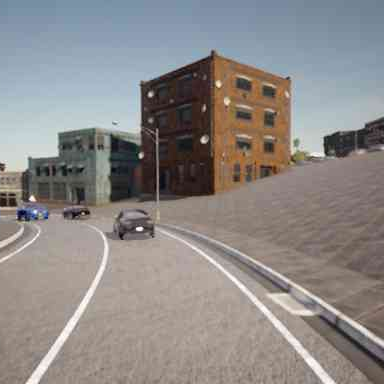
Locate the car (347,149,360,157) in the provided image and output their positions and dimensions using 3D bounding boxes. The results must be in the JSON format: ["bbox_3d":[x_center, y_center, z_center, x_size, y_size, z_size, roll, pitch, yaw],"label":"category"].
[{"bbox_3d":[23.846,-5.323,47.269,2.185,1.767,4.553,0,1,2],"label":"car"}]

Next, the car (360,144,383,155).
[{"bbox_3d":[23.672,-5.189,41.752,2.185,1.767,4.553,0,1,2],"label":"car"}]

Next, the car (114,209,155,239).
[{"bbox_3d":[-3.247,1.674,18.407,1.812,1.442,4.674,-1,-1,-17],"label":"car"}]

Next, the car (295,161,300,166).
[{"bbox_3d":[24.715,-6.048,74.791,2.435,2.045,5.566,0,1,2],"label":"car"}]

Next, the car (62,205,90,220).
[{"bbox_3d":[-12.739,2.161,36.394,1.882,1.535,5.008,-2,-1,-36],"label":"car"}]

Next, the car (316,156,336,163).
[{"bbox_3d":[24.193,-5.451,58.280,2.231,1.521,4.892,0,1,2],"label":"car"}]

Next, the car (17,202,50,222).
[{"bbox_3d":[-17.531,2.121,36.561,2.150,2.045,5.566,-1,-2,-41],"label":"car"}]

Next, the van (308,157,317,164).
[{"bbox_3d":[24.363,-5.796,63.669,1.878,1.987,4.442,0,1,2],"label":"van"}]

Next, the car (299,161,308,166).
[{"bbox_3d":[24.543,-5.648,69.313,2.002,1.452,4.674,0,1,2],"label":"car"}]
